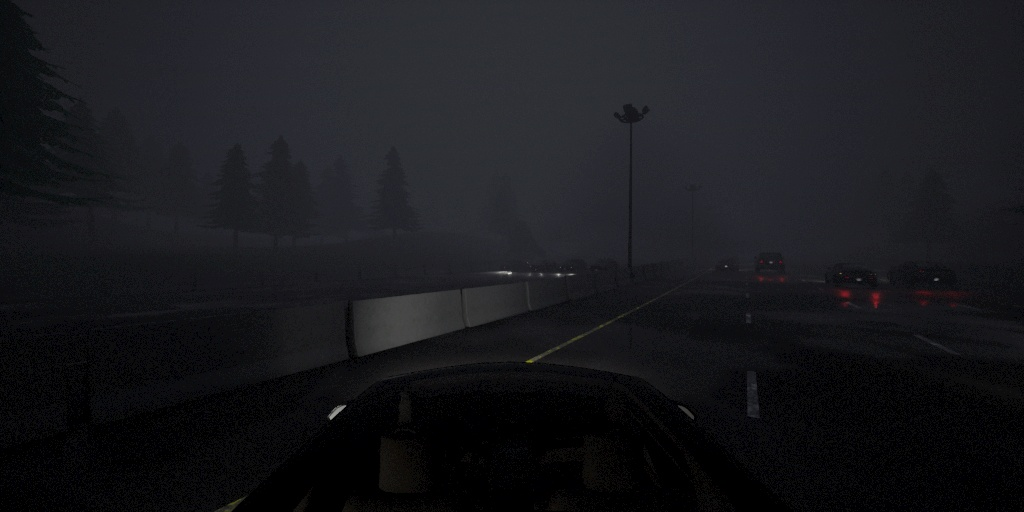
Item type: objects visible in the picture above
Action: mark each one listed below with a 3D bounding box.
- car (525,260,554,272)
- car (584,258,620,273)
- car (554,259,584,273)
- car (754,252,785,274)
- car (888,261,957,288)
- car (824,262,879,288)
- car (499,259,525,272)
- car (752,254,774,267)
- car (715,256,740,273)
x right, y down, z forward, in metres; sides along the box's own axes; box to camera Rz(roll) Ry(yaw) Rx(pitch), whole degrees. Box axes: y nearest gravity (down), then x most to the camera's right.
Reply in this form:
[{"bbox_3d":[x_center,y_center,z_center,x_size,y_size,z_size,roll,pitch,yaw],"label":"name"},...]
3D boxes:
[{"bbox_3d":[3.803,1.155,40.994,1.895,1.301,4.718,0,1,33],"label":"car"},{"bbox_3d":[9.686,0.954,37.201,2.033,1.411,5.357,0,1,33],"label":"car"},{"bbox_3d":[6.753,1.055,39.110,1.837,1.490,4.892,0,1,33],"label":"car"},{"bbox_3d":[24.722,0.628,34.457,2.150,2.045,5.566,0,1,33],"label":"car"},{"bbox_3d":[24.971,1.063,22.001,2.128,1.511,4.902,0,1,33],"label":"car"},{"bbox_3d":[21.002,1.117,22.315,1.812,1.442,4.674,0,1,33],"label":"car"},{"bbox_3d":[0.248,1.068,41.967,1.994,1.385,4.181,0,1,33],"label":"car"},{"bbox_3d":[32.866,0.583,46.970,2.128,1.511,4.902,0,1,32],"label":"car"},{"bbox_3d":[22.169,0.956,36.954,1.994,1.385,4.181,0,1,33],"label":"car"}]
